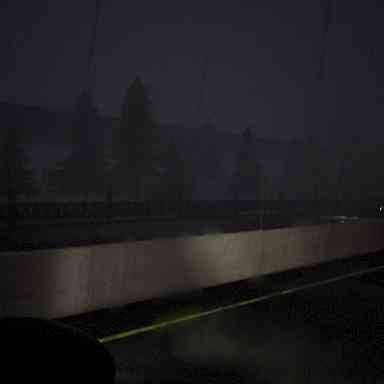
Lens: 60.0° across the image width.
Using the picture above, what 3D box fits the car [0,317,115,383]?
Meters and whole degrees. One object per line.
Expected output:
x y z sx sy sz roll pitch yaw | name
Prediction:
-2.851 1.473 1.698 5.008 1.535 1.882 0 0 -36 | car
